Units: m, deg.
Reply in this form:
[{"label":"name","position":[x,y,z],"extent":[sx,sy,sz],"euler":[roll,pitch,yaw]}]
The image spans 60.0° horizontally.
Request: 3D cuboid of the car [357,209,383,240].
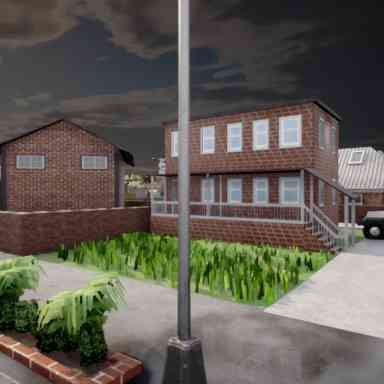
[{"label":"car","position":[8.506,0.973,12.581],"extent":[3.866,1.878,1.905],"euler":[0,0,36]}]
